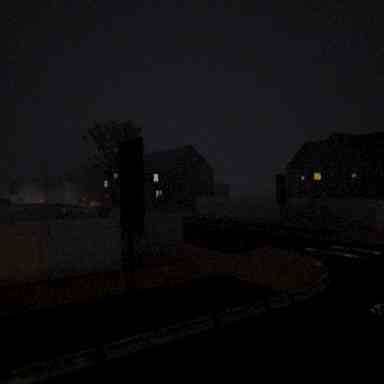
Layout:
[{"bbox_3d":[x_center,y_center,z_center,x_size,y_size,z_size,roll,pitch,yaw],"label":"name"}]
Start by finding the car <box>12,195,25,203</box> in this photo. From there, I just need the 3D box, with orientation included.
[{"bbox_3d":[-42.743,2.010,82.664,1.882,1.535,5.008,-2,1,-35],"label":"car"}]
